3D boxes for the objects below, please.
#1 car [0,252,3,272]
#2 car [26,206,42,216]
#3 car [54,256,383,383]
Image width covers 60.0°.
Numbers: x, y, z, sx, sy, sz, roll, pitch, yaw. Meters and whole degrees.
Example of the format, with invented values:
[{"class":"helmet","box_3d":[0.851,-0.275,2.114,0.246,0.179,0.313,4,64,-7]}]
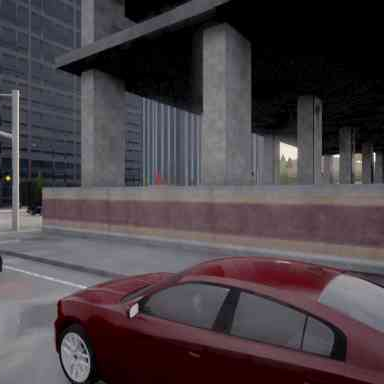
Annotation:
[{"class":"car","box_3d":[-6.845,1.564,8.819,4.181,1.385,1.994,0,0,36]},{"class":"car","box_3d":[-14.043,1.656,33.485,1.895,1.301,4.718,0,0,36]},{"class":"car","box_3d":[0.502,1.478,3.632,5.008,1.535,1.882,0,0,35]}]
